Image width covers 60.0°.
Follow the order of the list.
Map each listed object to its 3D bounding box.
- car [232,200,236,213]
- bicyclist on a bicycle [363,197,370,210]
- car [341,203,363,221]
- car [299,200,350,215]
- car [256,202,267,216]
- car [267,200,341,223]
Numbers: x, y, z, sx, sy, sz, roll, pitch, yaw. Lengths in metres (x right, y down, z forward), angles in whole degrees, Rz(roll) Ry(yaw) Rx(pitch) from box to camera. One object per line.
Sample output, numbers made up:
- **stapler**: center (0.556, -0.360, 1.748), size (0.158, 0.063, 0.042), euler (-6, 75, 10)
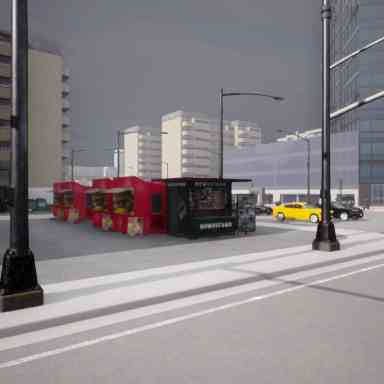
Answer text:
- **car**: center (3.073, 1.455, 34.884), size (2.150, 2.045, 5.566), euler (0, -1, -36)
- **bicyclist on a bicycle**: center (22.251, 1.466, 42.463), size (1.656, 1.620, 0.582), euler (0, 0, -36)
- **car**: center (12.001, 1.587, 28.535), size (1.882, 1.535, 5.008), euler (0, -1, -36)
- **car**: center (14.648, 1.663, 37.144), size (2.128, 1.511, 4.902), euler (0, -1, -36)
- **car**: center (6.716, 1.778, 35.814), size (1.994, 1.385, 4.181), euler (0, -1, -36)
- **car**: center (8.898, 1.589, 26.818), size (1.882, 1.535, 5.008), euler (0, -1, -38)
